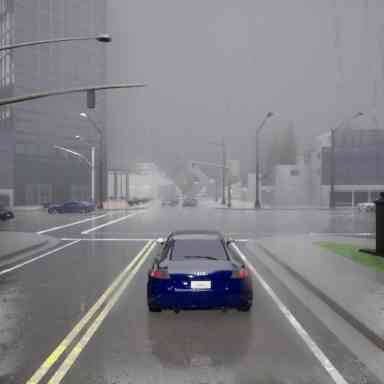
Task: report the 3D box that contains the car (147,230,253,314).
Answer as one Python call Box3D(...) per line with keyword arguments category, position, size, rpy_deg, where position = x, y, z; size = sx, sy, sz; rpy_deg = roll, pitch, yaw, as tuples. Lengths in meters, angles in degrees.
Box3D(category="car", position=(0.093, 1.564, 7.727), size=(1.994, 1.385, 4.181), rpy_deg=(0, 0, -2))

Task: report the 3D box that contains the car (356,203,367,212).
Box3D(category="car", position=(20.770, 1.477, 37.123), size=(4.674, 1.442, 1.812), rpy_deg=(0, 0, -2))

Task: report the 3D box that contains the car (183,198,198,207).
Box3D(category="car", position=(-0.212, 1.547, 50.273), size=(2.033, 1.411, 5.357), rpy_deg=(0, 0, 6))

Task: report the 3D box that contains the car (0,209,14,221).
Box3D(category="car", position=(-16.378, 1.672, 26.147), size=(4.181, 1.385, 1.994), rpy_deg=(-1, 0, 0))

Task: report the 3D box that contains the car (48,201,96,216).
Box3D(category="car", position=(-12.019, 1.590, 33.376), size=(4.674, 1.442, 1.812), rpy_deg=(-1, 0, 0))

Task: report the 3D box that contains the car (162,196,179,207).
Box3D(category="car", position=(-3.553, 1.491, 51.205), size=(2.128, 1.511, 4.902), rpy_deg=(0, 0, 0))

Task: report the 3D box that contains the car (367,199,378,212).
Box3D(category="car", position=(20.529, 1.515, 33.608), size=(4.181, 1.385, 1.994), rpy_deg=(0, 0, 0))

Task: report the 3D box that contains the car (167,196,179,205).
Box3D(category="car", position=(-3.500, 1.505, 61.605), size=(1.837, 1.490, 4.892), rpy_deg=(0, 0, 1))
